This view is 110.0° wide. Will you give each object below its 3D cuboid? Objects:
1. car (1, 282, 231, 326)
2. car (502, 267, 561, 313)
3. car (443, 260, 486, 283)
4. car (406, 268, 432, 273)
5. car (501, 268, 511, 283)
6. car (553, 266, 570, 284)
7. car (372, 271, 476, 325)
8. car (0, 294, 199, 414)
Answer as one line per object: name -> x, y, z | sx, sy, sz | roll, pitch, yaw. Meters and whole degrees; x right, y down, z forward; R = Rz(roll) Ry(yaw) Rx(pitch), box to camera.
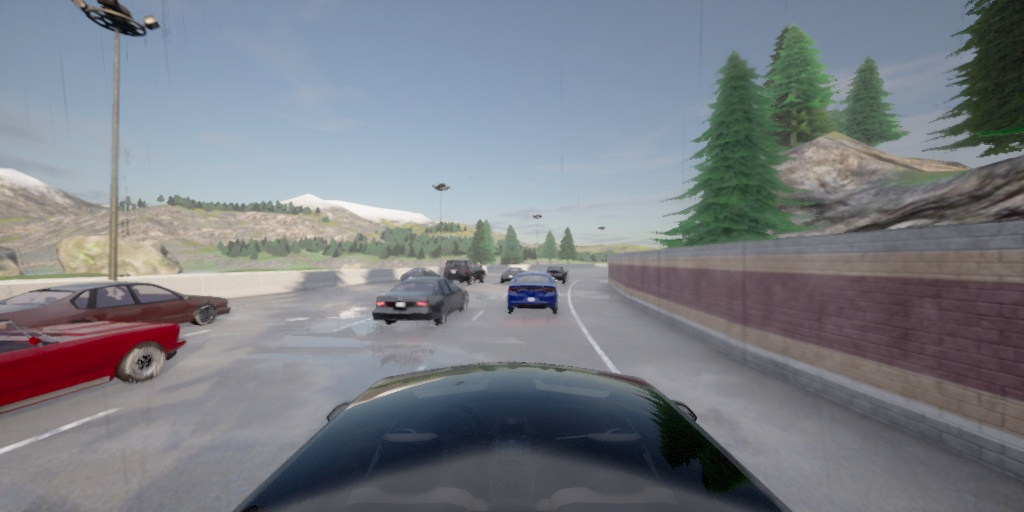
car -> -10.119, 1.364, 9.091 | 2.033, 1.411, 5.357 | 0, -1, 3
car -> 0.928, 1.409, 15.045 | 1.882, 1.535, 5.008 | 0, -1, 6
car -> -3.840, 1.333, 29.572 | 2.150, 2.045, 5.566 | 0, -1, 12
car -> -7.393, 1.662, 29.426 | 1.994, 1.385, 4.181 | 0, -1, 11
car -> 0.353, 1.723, 32.075 | 1.994, 1.385, 4.181 | 0, -1, 13
car -> 4.087, 1.683, 32.684 | 1.837, 1.490, 4.892 | 0, -1, 13
car -> -2.873, 1.432, 12.449 | 2.033, 1.411, 5.357 | 0, -1, 5
car -> -6.811, 1.363, 4.257 | 1.895, 1.301, 4.718 | 0, -1, 1
